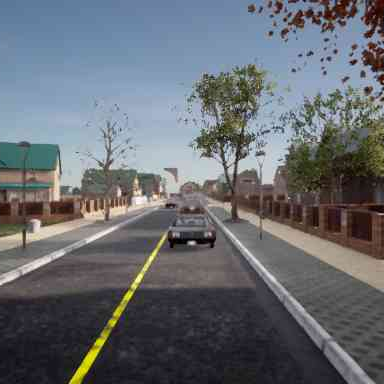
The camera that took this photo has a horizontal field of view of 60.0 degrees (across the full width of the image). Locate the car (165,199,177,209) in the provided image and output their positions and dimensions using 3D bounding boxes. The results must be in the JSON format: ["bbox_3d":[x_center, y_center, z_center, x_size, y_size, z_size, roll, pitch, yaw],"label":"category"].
[{"bbox_3d":[-2.750,1.678,46.630,1.895,1.301,4.718,0,0,0],"label":"car"}]

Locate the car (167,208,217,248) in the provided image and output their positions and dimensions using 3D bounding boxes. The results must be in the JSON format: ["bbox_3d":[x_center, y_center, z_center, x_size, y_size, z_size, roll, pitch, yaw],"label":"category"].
[{"bbox_3d":[0.000,1.622,14.683,1.895,1.301,4.718,0,0,0],"label":"car"}]

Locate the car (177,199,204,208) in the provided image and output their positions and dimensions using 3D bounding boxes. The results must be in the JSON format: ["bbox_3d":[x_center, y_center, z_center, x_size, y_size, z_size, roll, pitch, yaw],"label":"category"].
[{"bbox_3d":[0.000,1.381,29.626,2.097,1.767,4.553,0,0,0],"label":"car"}]
